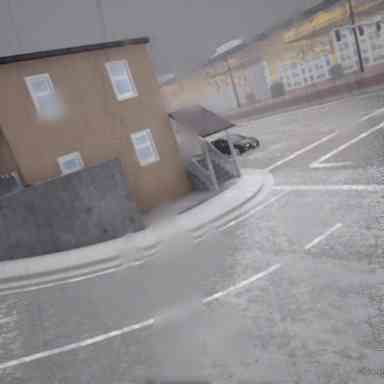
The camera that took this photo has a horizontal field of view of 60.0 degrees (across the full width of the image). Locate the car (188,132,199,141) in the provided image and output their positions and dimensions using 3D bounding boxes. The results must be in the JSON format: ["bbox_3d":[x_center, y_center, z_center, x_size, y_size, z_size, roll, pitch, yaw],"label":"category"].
[{"bbox_3d":[1.124,-9.123,51.423,2.097,1.767,4.553,-26,15,-31],"label":"car"}]

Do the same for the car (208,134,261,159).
[{"bbox_3d":[3.000,-3.573,25.357,1.837,1.490,4.892,-26,15,-31],"label":"car"}]
